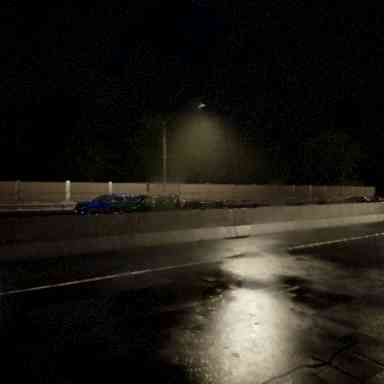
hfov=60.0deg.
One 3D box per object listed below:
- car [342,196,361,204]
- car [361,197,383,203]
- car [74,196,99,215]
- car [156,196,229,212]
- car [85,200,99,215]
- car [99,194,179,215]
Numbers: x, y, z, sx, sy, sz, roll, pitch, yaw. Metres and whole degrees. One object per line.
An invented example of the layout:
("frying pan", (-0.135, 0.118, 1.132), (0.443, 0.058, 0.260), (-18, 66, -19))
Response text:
("car", (25.720, 1.417, 52.543), (4.892, 1.490, 1.837), (0, 0, -35))
("car", (27.825, 1.513, 49.751), (4.718, 1.301, 1.895), (0, 0, -35))
("car", (-7.290, 1.194, 28.896), (5.566, 2.045, 2.150), (0, 0, -36))
("car", (0.338, 1.320, 21.443), (4.553, 1.767, 2.097), (0, 0, -36))
("car", (-5.221, 1.520, 26.071), (5.357, 1.411, 2.033), (0, 0, -36))
("car", (-3.191, 1.194, 23.220), (5.566, 2.045, 2.150), (0, 0, -36))
